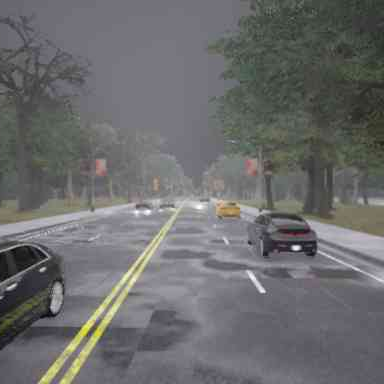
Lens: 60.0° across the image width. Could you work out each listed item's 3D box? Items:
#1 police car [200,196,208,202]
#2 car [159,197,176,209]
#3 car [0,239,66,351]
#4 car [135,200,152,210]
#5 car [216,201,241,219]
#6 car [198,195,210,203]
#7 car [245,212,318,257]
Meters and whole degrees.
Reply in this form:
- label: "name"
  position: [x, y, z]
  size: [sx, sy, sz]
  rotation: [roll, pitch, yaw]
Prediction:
- label: "police car"
  position: [3.095, 1.845, 87.705]
  size: [2.038, 1.542, 4.974]
  rotation: [0, 0, 0]
- label: "car"
  position: [-3.502, 1.518, 47.739]
  size: [2.097, 1.767, 4.553]
  rotation: [0, 0, 0]
- label: "car"
  position: [-3.356, 1.520, 4.646]
  size: [1.837, 1.490, 4.892]
  rotation: [0, 0, 0]
- label: "car"
  position: [-6.756, 1.764, 46.624]
  size: [1.895, 1.301, 4.718]
  rotation: [0, 0, 0]
- label: "car"
  position: [3.245, 1.579, 30.399]
  size: [1.882, 1.535, 5.008]
  rotation: [0, 0, 0]
- label: "car"
  position: [3.056, 1.641, 76.685]
  size: [2.097, 1.767, 4.553]
  rotation: [0, 0, 0]
- label: "car"
  position: [3.325, 1.546, 13.062]
  size: [1.837, 1.490, 4.892]
  rotation: [0, 0, 0]
